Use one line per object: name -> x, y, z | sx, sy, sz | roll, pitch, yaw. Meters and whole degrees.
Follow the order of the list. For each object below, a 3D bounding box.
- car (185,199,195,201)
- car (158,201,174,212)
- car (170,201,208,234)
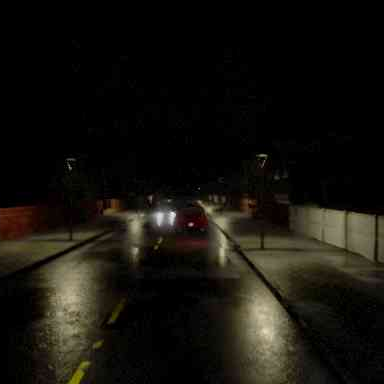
car -> -0.224, 1.625, 40.075 | 1.812, 1.442, 4.674 | 0, 0, 0
car -> -3.068, 1.711, 40.271 | 1.895, 1.301, 4.718 | 0, 0, 0
car -> -0.062, 1.535, 19.733 | 1.882, 1.535, 5.008 | 0, 0, 0
